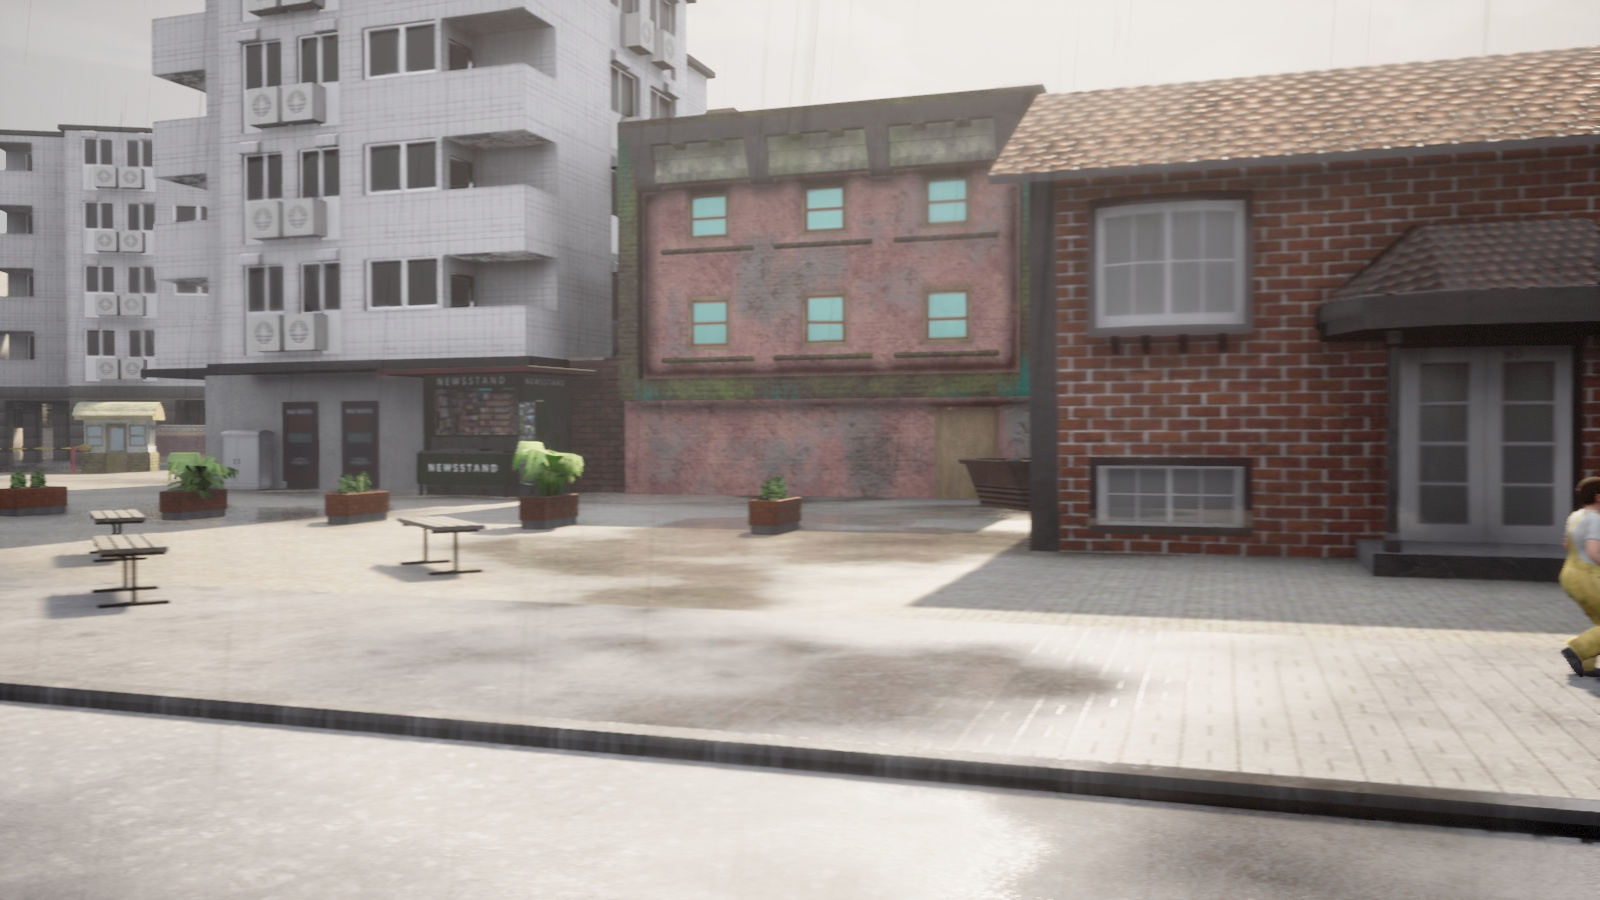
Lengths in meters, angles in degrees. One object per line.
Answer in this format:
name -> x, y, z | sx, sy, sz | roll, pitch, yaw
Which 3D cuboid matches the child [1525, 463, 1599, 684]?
child -> 4.549, 0.714, 7.366 | 0.437, 1.263, 0.270 | 0, 1, 13
